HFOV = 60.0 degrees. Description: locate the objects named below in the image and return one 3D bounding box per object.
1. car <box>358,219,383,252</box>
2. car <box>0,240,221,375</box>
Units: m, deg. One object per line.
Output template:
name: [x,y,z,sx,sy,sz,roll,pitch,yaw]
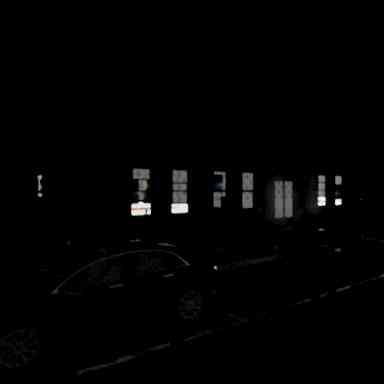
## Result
car: [7.747,1.490,12.107,4.206,1.307,1.802,0,0,-36]
car: [-1.511,1.538,5.483,4.403,1.369,2.008,0,0,-36]
